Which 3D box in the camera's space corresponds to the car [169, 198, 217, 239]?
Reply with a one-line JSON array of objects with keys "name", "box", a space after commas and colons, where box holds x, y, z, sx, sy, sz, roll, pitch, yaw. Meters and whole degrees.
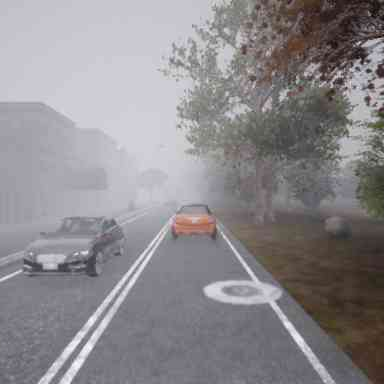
[{"name": "car", "box": [0.114, 1.355, 17.356, 2.097, 1.767, 4.553, 0, 0, 0]}]

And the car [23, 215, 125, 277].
[{"name": "car", "box": [-3.344, 1.494, 10.294, 2.128, 1.511, 4.902, 0, 0, 0]}]

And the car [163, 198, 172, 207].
[{"name": "car", "box": [-3.282, 1.551, 51.226, 1.994, 1.385, 4.181, 0, 0, 0]}]
